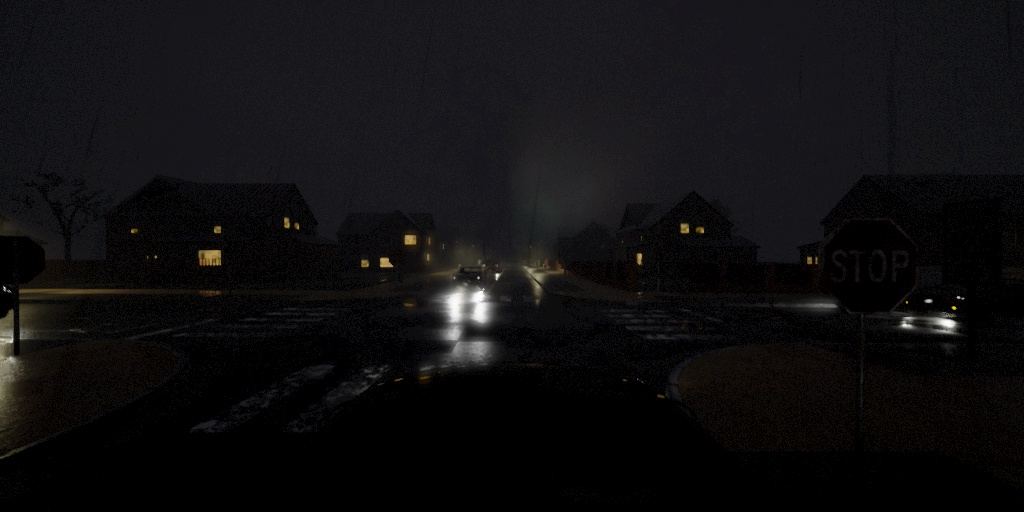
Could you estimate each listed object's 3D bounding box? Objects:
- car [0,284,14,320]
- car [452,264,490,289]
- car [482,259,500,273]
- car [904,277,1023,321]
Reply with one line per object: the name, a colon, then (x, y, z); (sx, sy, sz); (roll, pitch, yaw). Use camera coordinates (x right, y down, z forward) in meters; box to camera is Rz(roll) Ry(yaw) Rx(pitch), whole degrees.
car: (-17.135, 0.903, 9.637); (5.566, 2.045, 2.150); (0, 0, 0)
car: (-2.689, 1.381, 23.354); (1.895, 1.301, 4.718); (0, 0, 0)
car: (-2.633, 1.192, 45.410); (2.097, 1.767, 4.553); (0, 0, 0)
car: (16.622, 1.416, 12.592); (4.181, 1.385, 1.994); (0, 0, 0)
